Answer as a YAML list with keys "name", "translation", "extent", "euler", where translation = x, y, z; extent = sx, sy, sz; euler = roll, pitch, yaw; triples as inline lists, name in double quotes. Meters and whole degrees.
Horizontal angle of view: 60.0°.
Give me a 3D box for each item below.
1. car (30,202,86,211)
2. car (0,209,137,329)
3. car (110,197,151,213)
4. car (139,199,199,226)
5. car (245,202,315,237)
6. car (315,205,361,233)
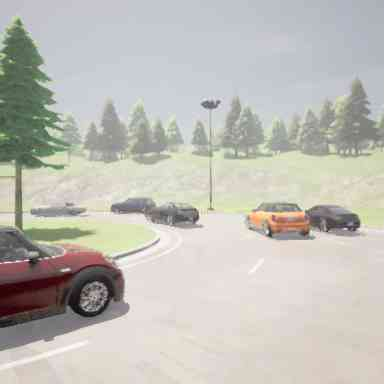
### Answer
- name: "car"
  translation: [-12.210, 1.568, 30.335]
  extent: [4.718, 1.301, 1.895]
  euler: [0, 0, -8]
- name: "car"
  translation: [-3.483, 1.350, 5.742]
  extent: [4.553, 1.767, 2.097]
  euler: [0, 0, -40]
- name: "car"
  translation: [-5.854, 1.295, 33.278]
  extent: [4.553, 1.767, 2.097]
  euler: [0, 0, 16]
- name: "car"
  translation: [-1.459, 1.444, 22.895]
  extent: [2.128, 1.511, 4.902]
  euler: [0, 0, -34]
- name: "car"
  translation: [4.390, 1.299, 17.856]
  extent: [2.097, 1.767, 4.553]
  euler: [0, 0, -7]
- name: "car"
  translation: [7.671, 1.460, 19.202]
  extent: [1.812, 1.442, 4.674]
  euler: [0, 0, -10]
